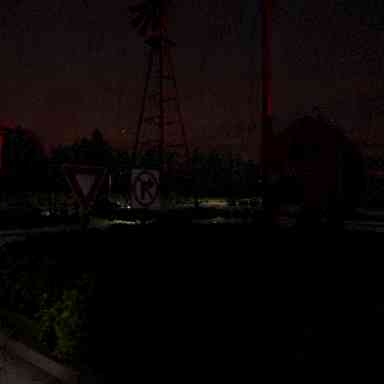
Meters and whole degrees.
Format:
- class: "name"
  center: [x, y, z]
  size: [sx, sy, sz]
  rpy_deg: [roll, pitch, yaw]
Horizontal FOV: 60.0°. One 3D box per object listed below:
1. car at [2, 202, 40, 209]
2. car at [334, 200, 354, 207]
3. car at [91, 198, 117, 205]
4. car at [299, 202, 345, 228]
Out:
- class: "car"
  center: [-17.884, 1.712, 34.042]
  size: [1.812, 1.442, 4.674]
  rpy_deg: [0, 0, 37]
- class: "car"
  center: [14.542, 1.547, 32.179]
  size: [1.816, 1.474, 4.193]
  rpy_deg: [0, 0, 35]
- class: "car"
  center: [-11.550, 1.539, 42.669]
  size: [2.097, 1.767, 4.553]
  rpy_deg: [0, 0, 38]
- class: "car"
  center: [8.122, 1.553, 20.966]
  size: [1.784, 1.438, 3.905]
  rpy_deg: [0, 0, 35]
